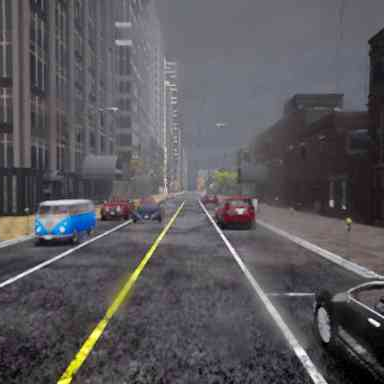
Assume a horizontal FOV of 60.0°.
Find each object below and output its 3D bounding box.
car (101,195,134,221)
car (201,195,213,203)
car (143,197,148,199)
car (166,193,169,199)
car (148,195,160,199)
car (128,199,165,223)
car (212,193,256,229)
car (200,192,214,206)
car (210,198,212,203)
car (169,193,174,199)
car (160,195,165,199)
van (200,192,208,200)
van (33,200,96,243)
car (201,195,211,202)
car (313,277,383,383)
[{"bbox_3d":[-5.694,1.176,26.338,2.192,1.841,5.009,-1,0,0],"label":"car"},{"bbox_3d":[2.704,1.251,59.532,1.947,1.339,4.313,-1,0,0],"label":"car"},{"bbox_3d":[-5.689,1.358,31.704,1.752,1.417,4.829,-1,0,0],"label":"car"},{"bbox_3d":[-5.677,1.212,59.378,1.752,1.417,4.829,-1,0,0],"label":"car"},{"bbox_3d":[-5.684,1.318,42.944,1.887,1.381,4.507,-1,0,0],"label":"car"},{"bbox_3d":[-3.025,1.438,24.032,1.994,1.385,4.181,0,0,0],"label":"car"},{"bbox_3d":[2.684,1.205,20.790,2.192,1.841,5.009,-1,0,0],"label":"car"},{"bbox_3d":[2.695,1.059,48.463,2.192,1.841,5.009,-1,0,0],"label":"car"},{"bbox_3d":[2.690,1.385,26.496,1.752,1.417,4.829,-1,0,0],"label":"car"},{"bbox_3d":[-5.667,0.980,87.222,1.967,1.590,4.097,-1,0,0],"label":"car"},{"bbox_3d":[-5.680,1.241,53.843,1.752,1.417,4.829,-1,0,0],"label":"car"},{"bbox_3d":[2.707,0.939,76.134,1.690,1.788,3.998,-1,0,0],"label":"van"},{"bbox_3d":[-5.698,1.261,15.269,1.690,1.788,3.998,-1,0,0],"label":"van"},{"bbox_3d":[2.706,1.238,65.067,1.802,1.307,4.206,-1,0,0],"label":"car"},{"bbox_3d":[2.692,1.532,3.453,2.008,1.369,4.403,-1,0,0],"label":"car"}]
